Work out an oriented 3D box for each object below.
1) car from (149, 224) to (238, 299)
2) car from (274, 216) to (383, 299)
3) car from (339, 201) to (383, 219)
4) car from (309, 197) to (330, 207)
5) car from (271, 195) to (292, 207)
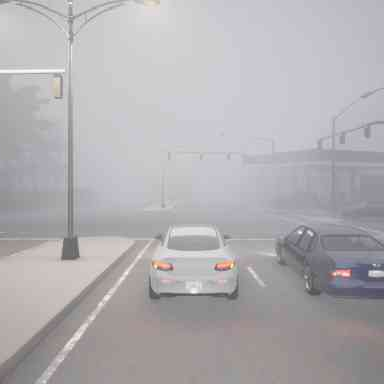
[{"bbox_3d":[0.029,1.526,8.303,1.812,1.442,4.674,0,0,0],"label":"car"},{"bbox_3d":[3.508,1.547,8.611,2.033,1.411,5.357,0,0,3],"label":"car"},{"bbox_3d":[14.744,1.526,27.801,4.674,1.442,1.812,0,0,-1],"label":"car"},{"bbox_3d":[18.622,1.456,48.737,1.970,1.475,3.806,0,0,0],"label":"car"},{"bbox_3d":[12.882,1.295,47.935,2.242,1.667,4.611,0,0,0],"label":"car"}]
